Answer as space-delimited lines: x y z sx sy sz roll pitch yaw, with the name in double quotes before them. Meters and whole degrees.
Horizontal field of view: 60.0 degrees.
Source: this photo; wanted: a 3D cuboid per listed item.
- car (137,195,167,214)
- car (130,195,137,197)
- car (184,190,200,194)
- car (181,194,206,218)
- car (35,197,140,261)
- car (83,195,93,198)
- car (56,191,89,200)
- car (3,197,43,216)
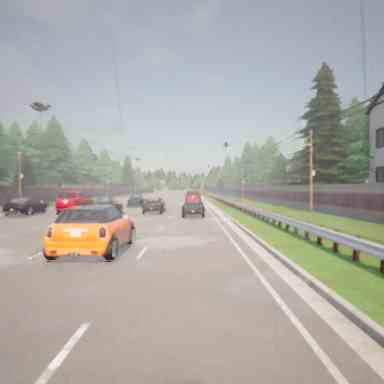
"car" -3.443 1.178 30.978 2.128 1.511 4.902 0 1 1
"car" -6.931 1.064 42.319 2.128 1.511 4.902 0 1 0
"car" 0.118 0.778 44.094 2.150 2.045 5.566 0 1 0
"car" 0.110 1.217 27.193 2.128 1.511 4.902 0 1 0
"car" -3.399 1.232 11.867 2.097 1.767 4.553 0 1 0
"car" -6.980 1.213 27.458 2.128 1.511 4.902 0 1 0
"car" -10.454 0.917 30.179 2.150 2.045 5.566 0 1 1
"car" -13.972 1.190 28.284 1.882 1.535 5.008 0 1 0
